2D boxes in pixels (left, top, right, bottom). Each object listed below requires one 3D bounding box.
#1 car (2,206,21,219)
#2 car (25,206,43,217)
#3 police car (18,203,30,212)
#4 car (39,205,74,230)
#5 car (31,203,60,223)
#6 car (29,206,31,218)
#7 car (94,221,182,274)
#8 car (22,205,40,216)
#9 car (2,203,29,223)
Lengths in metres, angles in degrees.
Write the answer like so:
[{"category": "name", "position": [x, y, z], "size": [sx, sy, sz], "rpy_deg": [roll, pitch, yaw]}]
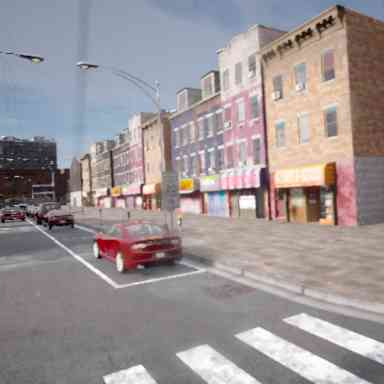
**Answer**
[{"category": "car", "position": [-23.940, 2.647, 43.968], "size": [2.033, 1.411, 5.357], "rpy_deg": [-3, 0, -30]}, {"category": "car", "position": [-20.843, 2.534, 43.875], "size": [1.802, 1.307, 4.206], "rpy_deg": [-2, 0, -30]}, {"category": "police car", "position": [-33.592, 3.016, 66.370], "size": [1.930, 1.638, 5.238], "rpy_deg": [-3, 0, -30]}, {"category": "car", "position": [-10.049, 1.978, 25.001], "size": [1.887, 1.381, 4.507], "rpy_deg": [-2, 0, -30]}, {"category": "car", "position": [-12.757, 1.876, 29.721], "size": [2.192, 1.841, 5.009], "rpy_deg": [-2, 0, -30]}, {"category": "car", "position": [-15.445, 2.272, 34.438], "size": [1.802, 1.307, 4.206], "rpy_deg": [-2, 0, -30]}, {"category": "car", "position": [-1.951, 1.605, 10.846], "size": [1.887, 1.381, 4.507], "rpy_deg": [-2, 0, -30]}, {"category": "car", "position": [-23.543, 2.635, 48.594], "size": [2.008, 1.369, 4.403], "rpy_deg": [-2, 0, -30]}, {"category": "car", "position": [-18.876, 2.205, 35.192], "size": [2.097, 1.767, 4.553], "rpy_deg": [-3, 0, -29]}]
